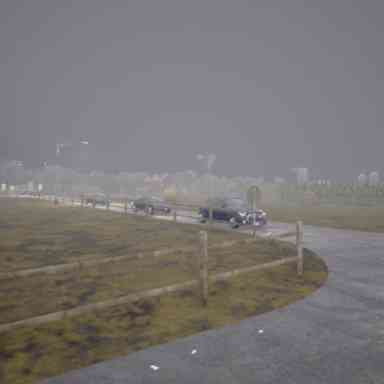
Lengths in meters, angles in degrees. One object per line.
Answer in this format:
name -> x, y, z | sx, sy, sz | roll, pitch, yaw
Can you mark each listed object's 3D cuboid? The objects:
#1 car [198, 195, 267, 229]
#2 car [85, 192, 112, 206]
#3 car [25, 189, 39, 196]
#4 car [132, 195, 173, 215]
car -> 2.335, 1.121, 20.022 | 2.097, 1.767, 4.553 | 1, 0, -34
car -> -10.993, 0.837, 38.739 | 1.837, 1.490, 4.892 | 1, 0, -36
car -> -40.243, 0.035, 84.230 | 2.097, 1.767, 4.553 | 1, 0, -33
car -> -3.445, 1.073, 28.176 | 1.837, 1.490, 4.892 | 1, 0, -36
